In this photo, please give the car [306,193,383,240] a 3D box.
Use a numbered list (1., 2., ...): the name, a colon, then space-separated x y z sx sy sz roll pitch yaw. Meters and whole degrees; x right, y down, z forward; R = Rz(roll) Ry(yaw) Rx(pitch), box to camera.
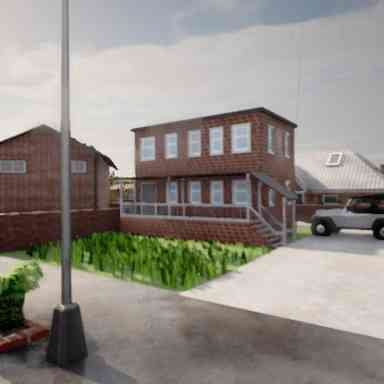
1. car: 6.892 0.994 13.734 3.866 1.878 1.905 -1 0 35
